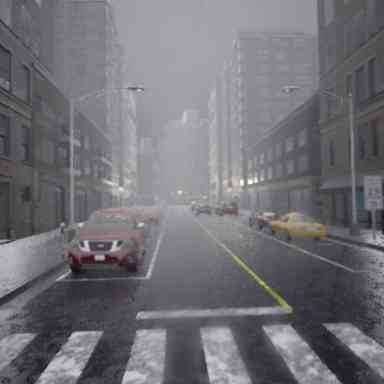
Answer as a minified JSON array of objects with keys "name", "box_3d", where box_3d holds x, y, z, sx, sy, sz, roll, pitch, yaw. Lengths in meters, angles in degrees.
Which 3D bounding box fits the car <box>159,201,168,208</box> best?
[{"name":"car","box_3d":[-4.929,2.506,50.060,1.887,1.381,4.507,0,-1,-3]}]

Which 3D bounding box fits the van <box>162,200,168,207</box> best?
[{"name":"van","box_3d":[-7.148,3.134,88.367,1.690,1.788,3.998,0,-1,-3]}]

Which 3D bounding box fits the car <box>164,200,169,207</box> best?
[{"name":"car","box_3d":[-5.247,2.514,55.535,1.967,1.590,4.097,0,-1,-3]}]

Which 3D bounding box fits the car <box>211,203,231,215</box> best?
[{"name":"car","box_3d":[3.898,2.274,45.079,2.008,1.369,4.403,0,-1,-3]}]

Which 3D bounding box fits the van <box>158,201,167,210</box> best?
[{"name":"van","box_3d":[-5.881,2.646,66.480,1.690,1.788,3.998,0,-1,-3]}]

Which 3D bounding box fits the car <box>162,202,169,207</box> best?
[{"name":"car","box_3d":[-7.463,3.461,93.834,1.887,1.381,4.507,0,-1,-3]}]

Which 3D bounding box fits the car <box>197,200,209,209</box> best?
[{"name":"car","box_3d":[2.312,2.610,72.444,2.192,1.841,5.009,0,-1,-3]}]

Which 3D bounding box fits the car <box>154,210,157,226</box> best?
[{"name":"car","box_3d":[-3.027,1.878,17.231,1.887,1.381,4.507,0,-1,-3]}]

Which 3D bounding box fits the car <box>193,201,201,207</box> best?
[{"name":"car","box_3d":[1.363,3.103,88.858,1.967,1.590,4.097,0,-1,-3]}]

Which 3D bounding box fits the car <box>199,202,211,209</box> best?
[{"name":"car","box_3d":[2.629,2.726,66.968,2.008,1.369,4.403,0,-1,-3]}]

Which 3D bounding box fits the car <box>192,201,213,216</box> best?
[{"name":"car","box_3d":[1.418,2.219,42.460,1.837,1.490,4.892,-1,-1,-3]}]

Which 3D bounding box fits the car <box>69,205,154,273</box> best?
[{"name":"car","box_3d":[-2.710,1.551,11.763,2.192,1.841,5.009,0,-1,-3]}]

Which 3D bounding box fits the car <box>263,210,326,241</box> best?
[{"name":"car","box_3d":[5.472,1.732,17.888,1.752,1.417,4.829,0,-1,-3]}]

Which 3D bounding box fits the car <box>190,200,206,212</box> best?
[{"name":"car","box_3d":[0.776,2.425,52.686,1.837,1.490,4.892,-1,-1,-3]}]

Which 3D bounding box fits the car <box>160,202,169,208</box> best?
[{"name":"car","box_3d":[-6.830,3.235,82.890,1.947,1.339,4.313,0,-1,-3]}]

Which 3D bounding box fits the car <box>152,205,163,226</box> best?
[{"name":"car","box_3d":[-3.661,2.079,28.174,1.887,1.381,4.507,0,-1,-3]}]

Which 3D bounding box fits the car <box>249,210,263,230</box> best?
[{"name":"car","box_3d":[5.166,1.885,23.189,1.802,1.307,4.206,0,-1,-3]}]

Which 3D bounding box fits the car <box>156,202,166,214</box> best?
[{"name":"car","box_3d":[-3.979,2.079,33.648,1.967,1.590,4.097,0,-1,-3]}]

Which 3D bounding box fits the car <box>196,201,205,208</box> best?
[{"name":"car","box_3d":[1.986,2.945,78.082,1.752,1.417,4.829,0,-1,-3]}]

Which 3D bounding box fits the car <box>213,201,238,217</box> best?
[{"name":"car","box_3d":[4.214,1.930,39.612,2.192,1.841,5.009,0,-1,-3]}]

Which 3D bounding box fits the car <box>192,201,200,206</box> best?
[{"name":"car","box_3d":[1.046,3.227,94.331,1.967,1.590,4.097,0,-1,-3]}]
